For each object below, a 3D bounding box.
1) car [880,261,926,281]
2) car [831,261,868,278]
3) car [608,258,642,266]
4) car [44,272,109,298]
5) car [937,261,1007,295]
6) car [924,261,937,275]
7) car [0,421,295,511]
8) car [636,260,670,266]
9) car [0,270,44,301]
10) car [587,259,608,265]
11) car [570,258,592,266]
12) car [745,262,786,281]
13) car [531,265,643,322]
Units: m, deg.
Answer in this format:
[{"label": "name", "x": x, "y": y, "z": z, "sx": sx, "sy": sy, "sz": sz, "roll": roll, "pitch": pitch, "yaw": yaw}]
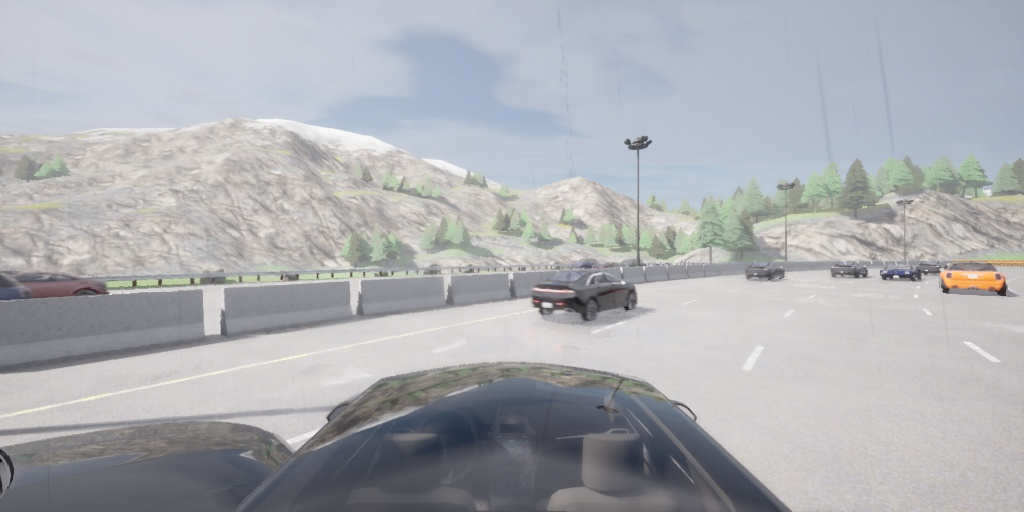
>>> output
[{"label": "car", "x": 32.308, "y": 1.351, "z": 29.733, "sx": 4.718, "sy": 1.301, "sz": 1.895, "roll": 0, "pitch": 0, "yaw": -35}, {"label": "car", "x": 31.375, "y": 1.242, "z": 33.342, "sx": 4.902, "sy": 1.511, "sz": 2.128, "roll": 0, "pitch": 0, "yaw": -35}, {"label": "car", "x": 13.909, "y": 1.099, "z": 42.381, "sx": 4.553, "sy": 1.767, "sz": 2.097, "roll": 0, "pitch": 0, "yaw": -38}, {"label": "car", "x": -18.850, "y": 1.314, "z": 13.978, "sx": 1.994, "sy": 1.385, "sz": 4.181, "roll": 0, "pitch": 0, "yaw": 37}, {"label": "car", "x": 25.401, "y": 1.101, "z": 19.889, "sx": 4.553, "sy": 1.767, "sz": 2.097, "roll": 0, "pitch": 0, "yaw": -41}, {"label": "car", "x": 43.313, "y": 1.242, "z": 36.865, "sx": 4.902, "sy": 1.511, "sz": 2.128, "roll": 0, "pitch": 0, "yaw": -31}, {"label": "car", "x": -2.983, "y": 1.255, "z": 0.534, "sx": 4.892, "sy": 1.490, "sz": 1.837, "roll": 0, "pitch": 0, "yaw": -45}, {"label": "car", "x": 16.210, "y": 1.406, "z": 39.738, "sx": 4.718, "sy": 1.301, "sz": 1.895, "roll": 0, "pitch": 0, "yaw": -38}, {"label": "car", "x": -14.474, "y": 1.102, "z": 8.159, "sx": 2.097, "sy": 1.767, "sz": 4.553, "roll": 0, "pitch": 0, "yaw": 37}, {"label": "car", "x": 11.910, "y": 1.358, "z": 45.262, "sx": 4.181, "sy": 1.385, "sz": 1.994, "roll": 0, "pitch": 0, "yaw": -38}, {"label": "car", "x": 9.772, "y": 1.105, "z": 48.033, "sx": 4.553, "sy": 1.767, "sz": 2.097, "roll": 0, "pitch": 0, "yaw": -38}, {"label": "car", "x": 21.331, "y": 1.242, "z": 30.141, "sx": 4.902, "sy": 1.511, "sz": 2.128, "roll": 0, "pitch": 0, "yaw": -39}, {"label": "car", "x": 2.659, "y": 1.240, "z": 12.381, "sx": 2.128, "sy": 1.511, "sz": 4.902, "roll": 0, "pitch": 0, "yaw": 42}]
